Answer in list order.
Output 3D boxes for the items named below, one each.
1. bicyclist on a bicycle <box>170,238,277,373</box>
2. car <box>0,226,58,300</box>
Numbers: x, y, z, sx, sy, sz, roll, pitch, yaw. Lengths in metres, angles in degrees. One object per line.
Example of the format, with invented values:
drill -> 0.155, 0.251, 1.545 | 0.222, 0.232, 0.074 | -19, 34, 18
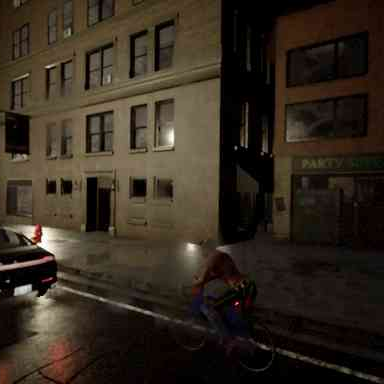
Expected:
bicyclist on a bicycle -> 0.341, 1.451, 4.435 | 1.656, 1.620, 0.582 | 0, 0, 36
car -> -4.889, 1.484, 7.220 | 4.902, 1.511, 2.128 | 0, 0, 36
